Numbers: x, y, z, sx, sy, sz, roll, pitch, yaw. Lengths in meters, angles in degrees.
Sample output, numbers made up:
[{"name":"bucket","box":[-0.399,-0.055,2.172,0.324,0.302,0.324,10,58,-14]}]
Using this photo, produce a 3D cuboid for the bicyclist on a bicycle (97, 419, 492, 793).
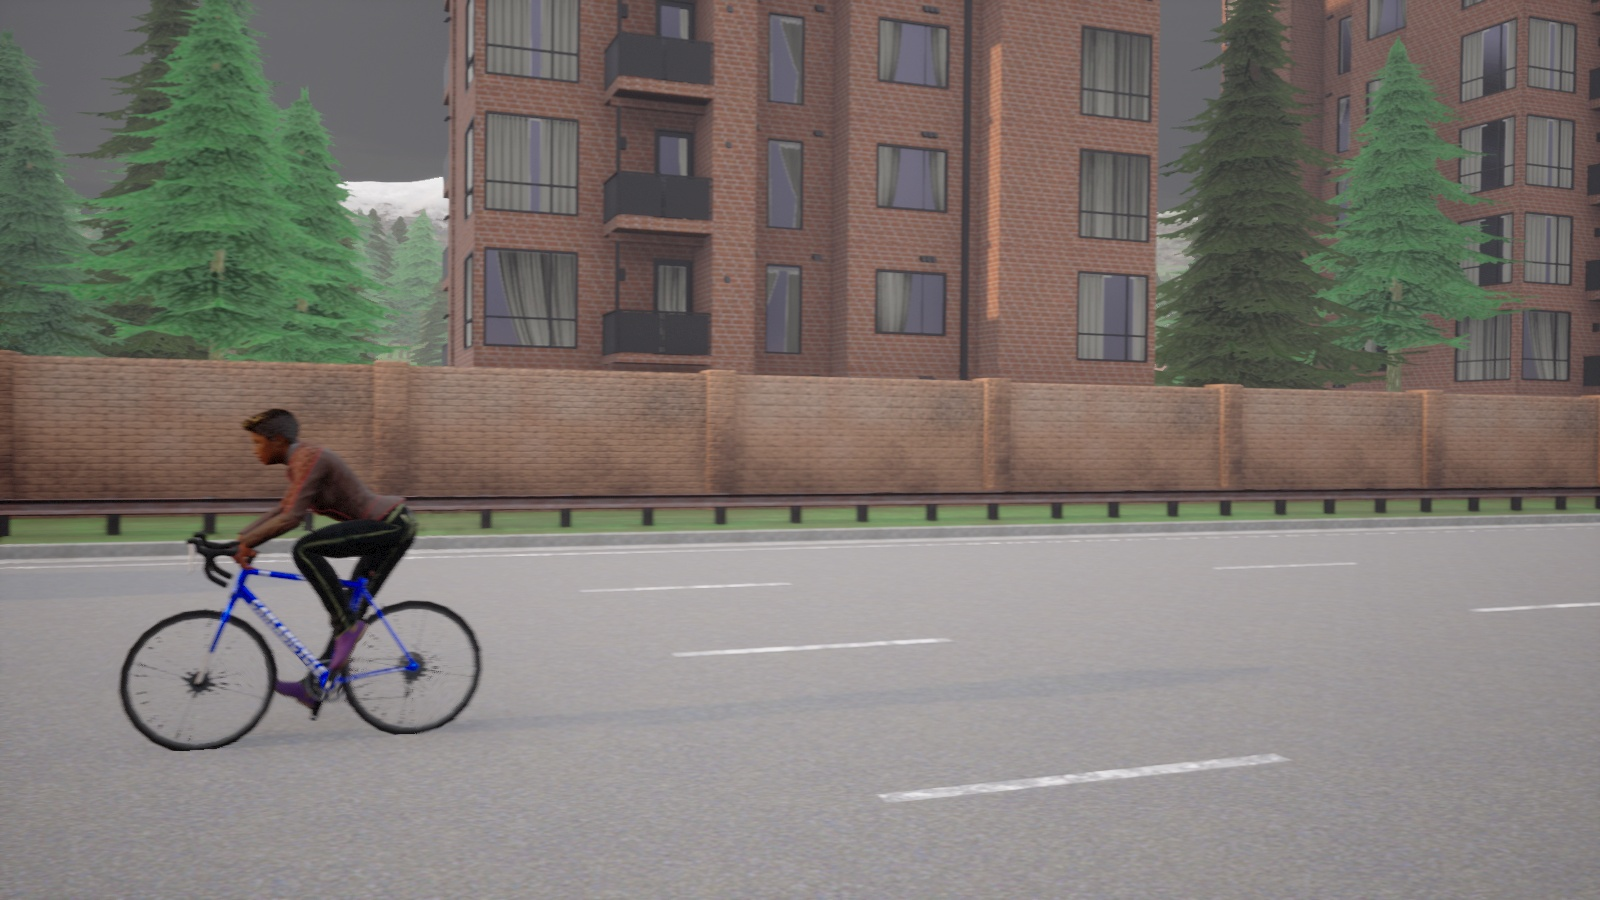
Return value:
[{"name":"bicyclist on a bicycle","box":[-2.391,0.678,6.074,1.656,1.620,0.582,-1,1,-21]}]
